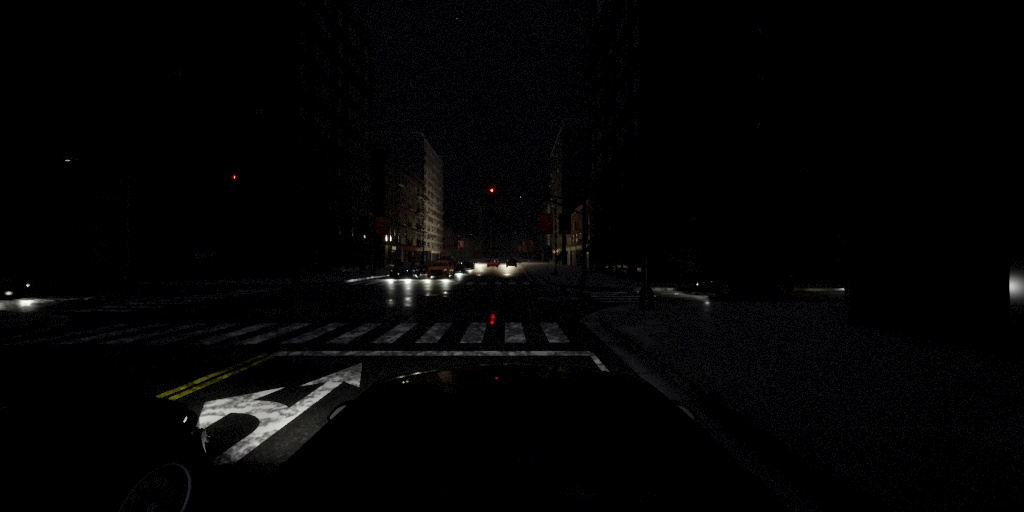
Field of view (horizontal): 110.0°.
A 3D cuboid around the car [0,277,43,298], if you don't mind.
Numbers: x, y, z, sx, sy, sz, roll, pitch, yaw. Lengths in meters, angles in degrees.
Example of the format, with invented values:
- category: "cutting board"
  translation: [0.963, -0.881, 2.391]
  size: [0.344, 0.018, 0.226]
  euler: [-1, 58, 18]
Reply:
- category: "car"
  translation: [-25.264, 1.289, 16.146]
  size: [5.357, 1.411, 2.033]
  euler: [0, 0, 0]

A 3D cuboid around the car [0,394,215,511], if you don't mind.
- category: "car"
  translation: [-3.243, 1.276, 0.818]
  size: [1.812, 1.442, 4.674]
  euler: [0, 0, 0]

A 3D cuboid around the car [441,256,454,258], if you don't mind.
- category: "car"
  translation: [-9.921, 0.966, 54.654]
  size: [2.150, 2.045, 5.566]
  euler: [0, 0, 0]

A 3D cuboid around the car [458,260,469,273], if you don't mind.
- category: "car"
  translation: [-6.663, 1.310, 42.910]
  size: [1.994, 1.385, 4.181]
  euler: [0, 0, 0]

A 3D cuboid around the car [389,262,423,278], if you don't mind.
- category: "car"
  translation: [-9.897, 1.274, 33.546]
  size: [1.812, 1.442, 4.674]
  euler: [0, 0, 0]

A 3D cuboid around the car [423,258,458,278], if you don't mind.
- category: "car"
  translation: [-6.647, 1.226, 33.921]
  size: [1.882, 1.535, 5.008]
  euler: [0, 0, 0]

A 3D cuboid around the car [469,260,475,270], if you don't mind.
- category: "car"
  translation: [-6.666, 1.307, 53.293]
  size: [1.994, 1.385, 4.181]
  euler: [0, 0, 1]

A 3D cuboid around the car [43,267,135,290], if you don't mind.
- category: "car"
  translation: [-25.404, 1.330, 21.630]
  size: [4.313, 1.339, 1.948]
  euler: [0, 0, 0]

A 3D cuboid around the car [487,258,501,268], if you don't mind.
- category: "car"
  translation: [-3.344, 1.341, 62.677]
  size: [1.895, 1.301, 4.718]
  euler: [0, 0, 0]

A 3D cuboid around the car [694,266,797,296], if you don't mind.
- category: "car"
  translation: [12.430, 1.294, 19.298]
  size: [4.892, 1.490, 1.837]
  euler: [0, 0, 1]

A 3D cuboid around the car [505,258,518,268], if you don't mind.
- category: "car"
  translation: [-0.093, 1.245, 62.235]
  size: [1.837, 1.490, 4.892]
  euler: [0, 0, 0]

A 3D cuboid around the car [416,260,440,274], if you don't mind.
- category: "car"
  translation: [-9.908, 1.272, 42.561]
  size: [1.812, 1.442, 4.674]
  euler: [0, 0, 0]
